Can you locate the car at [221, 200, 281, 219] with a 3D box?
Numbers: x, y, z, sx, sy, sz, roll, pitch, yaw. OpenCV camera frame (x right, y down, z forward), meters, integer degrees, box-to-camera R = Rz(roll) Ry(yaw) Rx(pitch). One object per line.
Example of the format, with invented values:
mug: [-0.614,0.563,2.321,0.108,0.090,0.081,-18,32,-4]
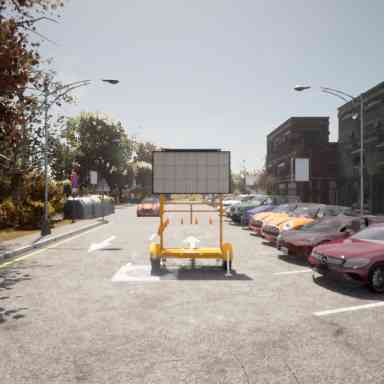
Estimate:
car: [5.276,1.544,29.627,4.792,1.488,2.163,1,0,-20]

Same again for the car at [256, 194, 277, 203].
car: [18.258,1.462,81.713,2.435,2.045,5.566,0,0,-21]

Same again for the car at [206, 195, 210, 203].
car: [5.315,1.583,50.664,5.008,1.535,2.097,1,-1,-20]

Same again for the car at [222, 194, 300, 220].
car: [5.286,1.251,23.613,5.566,2.045,2.435,1,0,-20]

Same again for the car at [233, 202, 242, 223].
car: [5.289,1.538,20.634,4.674,1.452,2.002,1,0,-20]

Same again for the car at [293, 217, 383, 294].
car: [5.291,1.527,8.625,4.674,1.452,2.002,1,0,-20]

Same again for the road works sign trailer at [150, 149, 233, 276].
road works sign trailer: [-0.021,0.467,10.336,2.380,3.560,2.880,0,0,0]

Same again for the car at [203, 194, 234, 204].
car: [5.315,1.391,65.702,5.566,2.045,2.435,1,0,-20]

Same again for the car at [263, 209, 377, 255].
car: [5.260,1.518,11.616,4.792,1.488,2.163,1,0,-20]

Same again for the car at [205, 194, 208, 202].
car: [5.135,1.612,59.608,5.366,1.575,1.946,1,0,-20]

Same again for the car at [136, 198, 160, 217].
car: [-3.997,1.387,31.712,2.097,1.767,4.553,0,0,0]

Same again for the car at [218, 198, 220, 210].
car: [5.127,1.503,26.570,5.366,1.575,1.946,1,0,-20]

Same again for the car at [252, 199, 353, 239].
car: [5.321,1.366,14.637,4.553,1.767,2.185,1,0,-20]

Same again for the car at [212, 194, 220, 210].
car: [5.287,1.270,32.630,5.566,2.045,2.435,1,0,-20]

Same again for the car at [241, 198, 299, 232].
car: [5.323,1.369,17.638,4.553,1.767,2.185,1,0,-20]

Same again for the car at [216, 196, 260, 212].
car: [5.286,1.413,38.643,4.553,1.767,2.185,1,0,-20]

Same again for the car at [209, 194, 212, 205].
car: [5.358,1.446,47.662,4.553,1.767,2.185,1,0,-20]

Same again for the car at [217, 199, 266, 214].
car: [5.288,1.560,35.629,4.792,1.488,2.163,1,0,-20]
